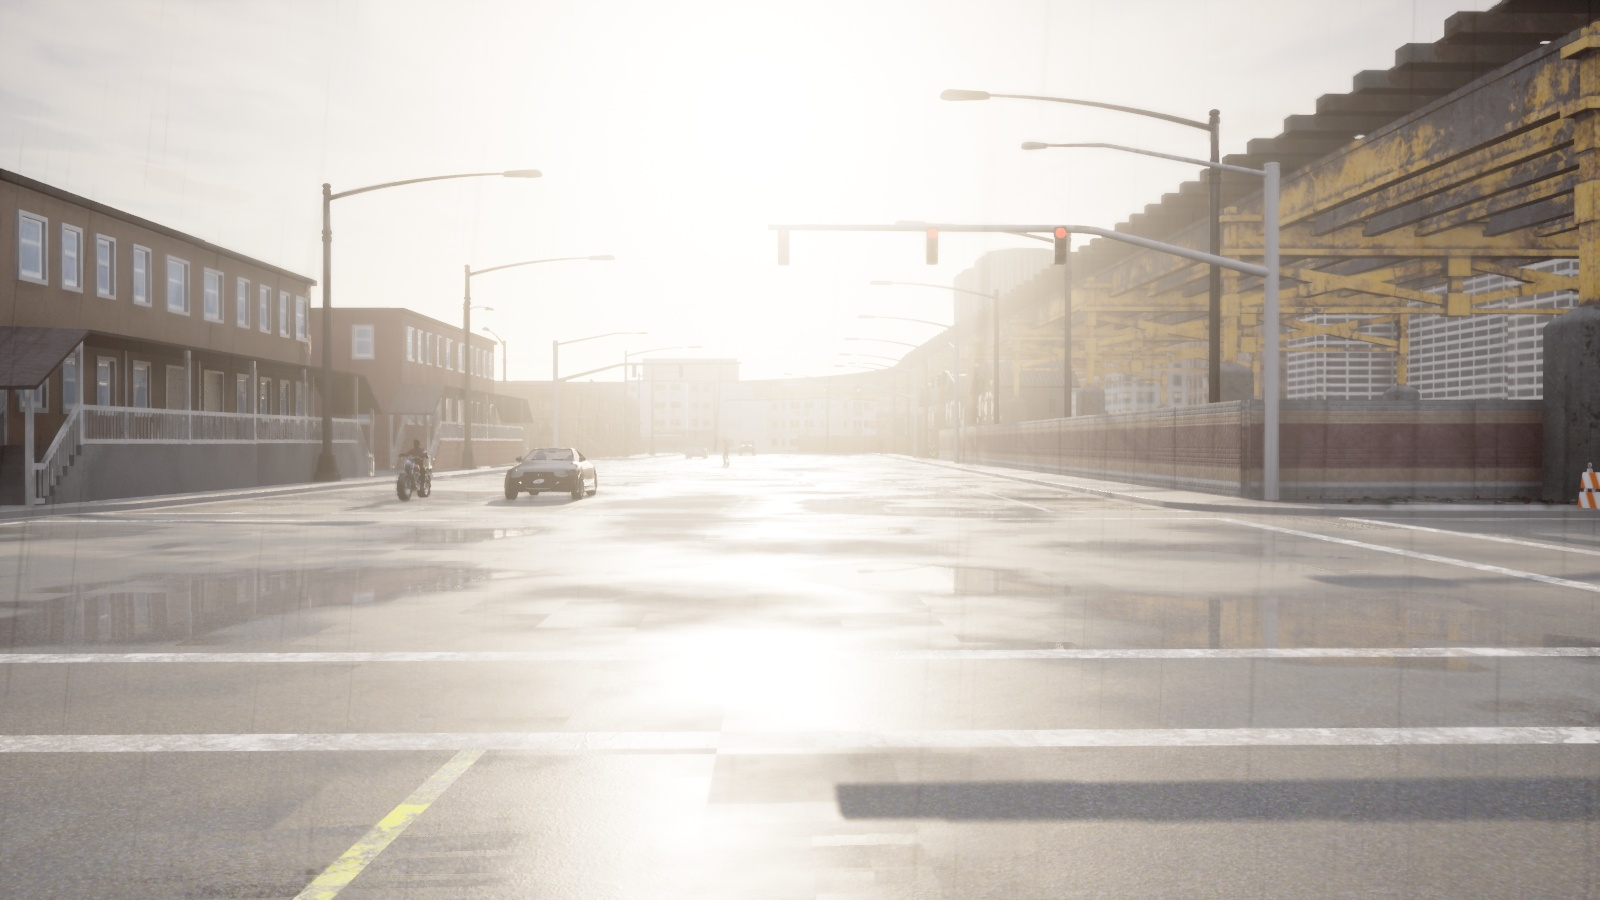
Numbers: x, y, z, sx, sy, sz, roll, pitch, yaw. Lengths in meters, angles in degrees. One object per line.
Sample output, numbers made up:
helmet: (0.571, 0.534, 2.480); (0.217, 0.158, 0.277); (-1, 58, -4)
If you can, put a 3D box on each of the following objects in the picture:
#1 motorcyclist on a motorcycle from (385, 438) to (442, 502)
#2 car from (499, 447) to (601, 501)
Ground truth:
motorcyclist on a motorcycle: (-10.294, 0.499, 33.524); (0.766, 1.649, 2.350); (0, 0, 0)
car: (-6.793, 0.610, 34.588); (1.994, 1.385, 4.181); (0, 0, 0)
